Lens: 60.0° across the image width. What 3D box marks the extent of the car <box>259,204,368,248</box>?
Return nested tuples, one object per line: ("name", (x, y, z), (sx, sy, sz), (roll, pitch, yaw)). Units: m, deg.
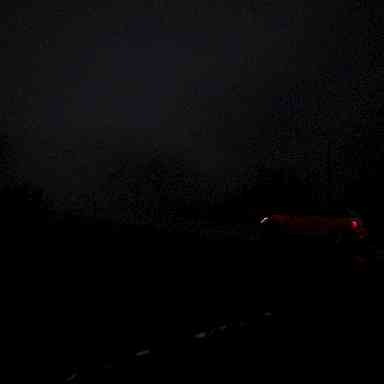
("car", (5.373, 1.357, 15.131), (4.553, 1.767, 2.097), (0, -2, 39))
